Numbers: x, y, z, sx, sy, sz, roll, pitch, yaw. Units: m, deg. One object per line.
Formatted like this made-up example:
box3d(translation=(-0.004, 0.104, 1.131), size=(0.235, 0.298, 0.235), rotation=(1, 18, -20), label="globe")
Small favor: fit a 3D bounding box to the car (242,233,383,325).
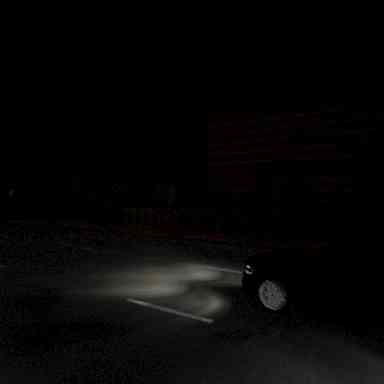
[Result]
box3d(translation=(3.320, 1.479, 5.922), size=(5.008, 1.535, 1.882), rotation=(0, 0, 35), label="car")
